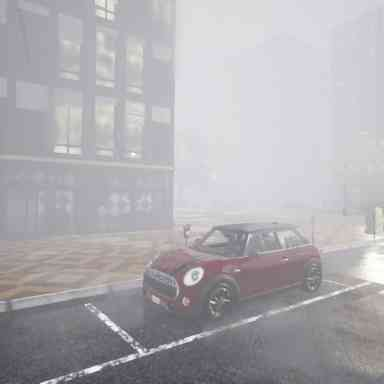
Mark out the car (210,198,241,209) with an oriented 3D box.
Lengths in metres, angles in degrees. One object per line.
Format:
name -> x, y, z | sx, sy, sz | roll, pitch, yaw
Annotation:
car -> 4.327, 1.677, 46.662 | 2.008, 1.369, 4.403 | 1, -1, -35

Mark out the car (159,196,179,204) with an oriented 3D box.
car -> -5.249, 1.724, 74.631 | 2.192, 1.841, 5.009 | 1, -1, -35

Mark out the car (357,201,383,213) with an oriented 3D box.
car -> 21.011, 1.730, 37.637 | 1.947, 1.339, 4.313 | 1, -1, -35

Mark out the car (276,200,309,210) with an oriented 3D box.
car -> 14.445, 1.806, 46.884 | 1.802, 1.307, 4.206 | 1, -1, -35

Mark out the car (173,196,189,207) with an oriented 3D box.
car -> -2.238, 1.733, 55.910 | 1.887, 1.381, 4.507 | 1, -1, -35

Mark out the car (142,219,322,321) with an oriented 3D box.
car -> 0.960, 1.442, 7.241 | 4.097, 1.590, 1.967 | 0, 1, -36

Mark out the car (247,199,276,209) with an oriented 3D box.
car -> 11.164, 1.799, 51.509 | 1.887, 1.381, 4.507 | 1, -1, -35

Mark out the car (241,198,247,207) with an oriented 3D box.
car -> 7.881, 1.725, 56.133 | 1.967, 1.590, 4.097 | 1, -1, -35
